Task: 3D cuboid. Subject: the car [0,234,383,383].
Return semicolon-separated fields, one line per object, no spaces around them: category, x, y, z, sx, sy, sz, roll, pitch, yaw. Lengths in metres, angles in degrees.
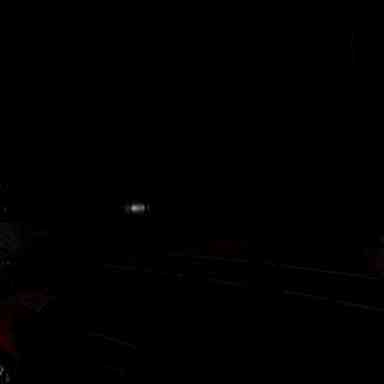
car;0.104;1.331;2.885;5.009;1.841;2.192;-1;0;36
